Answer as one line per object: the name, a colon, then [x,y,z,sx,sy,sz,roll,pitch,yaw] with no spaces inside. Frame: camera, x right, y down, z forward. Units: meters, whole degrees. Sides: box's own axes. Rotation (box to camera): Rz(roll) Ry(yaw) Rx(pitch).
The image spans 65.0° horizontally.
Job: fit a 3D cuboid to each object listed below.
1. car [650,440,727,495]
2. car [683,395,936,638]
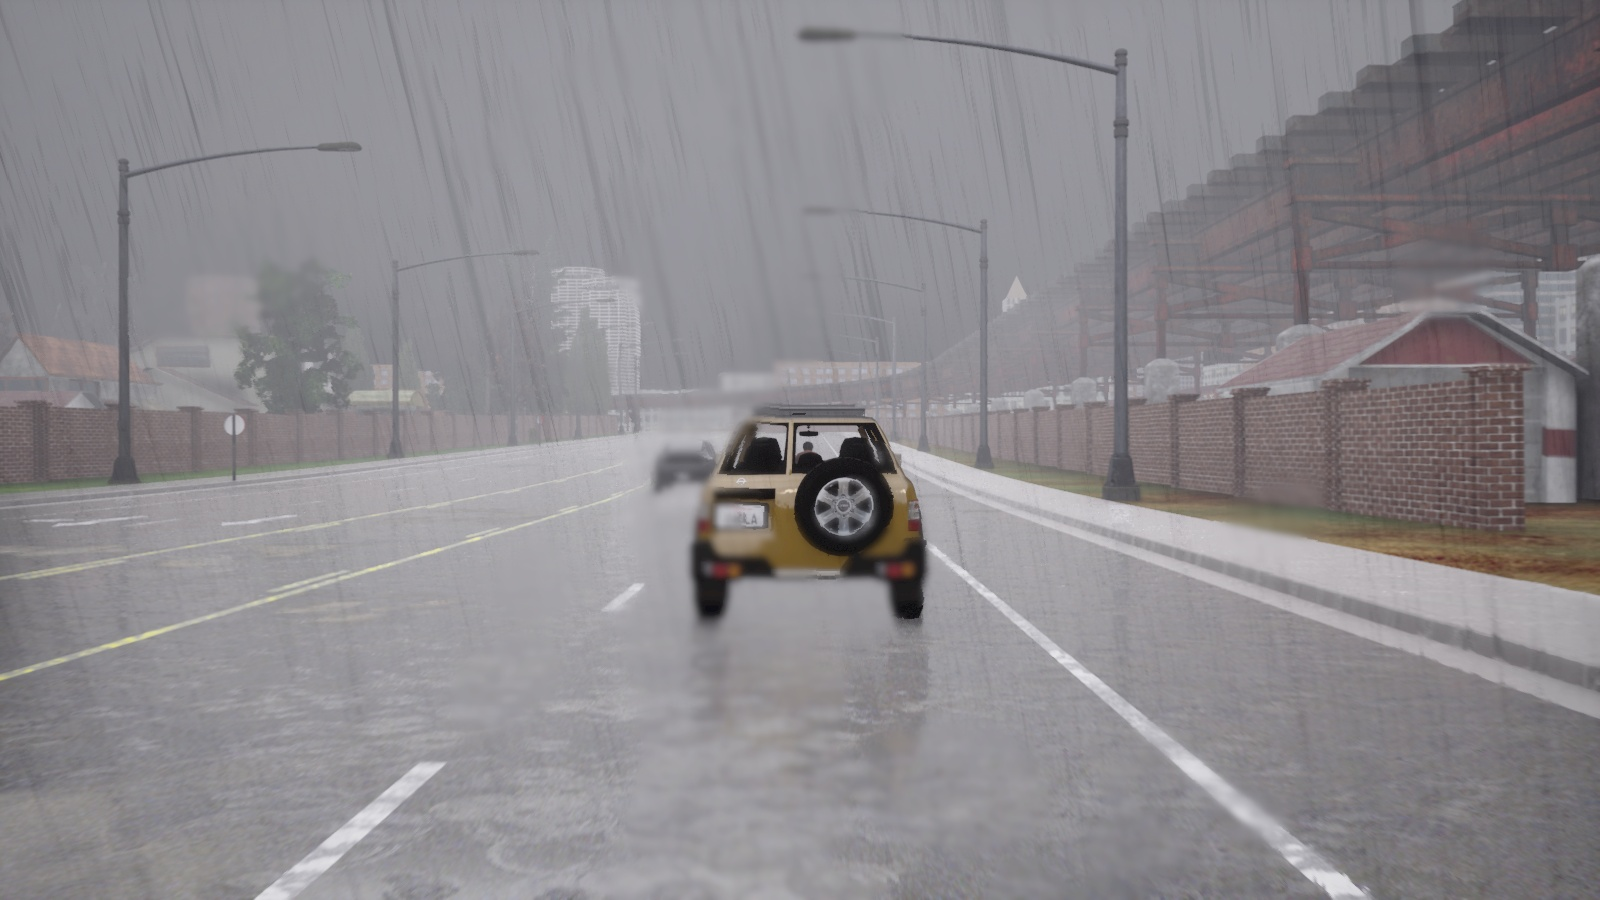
car: [-3.270,0.466,37.673,1.837,1.490,4.892,0,1,0]
car: [0.084,0.496,11.925,1.932,1.855,4.605,0,0,0]
